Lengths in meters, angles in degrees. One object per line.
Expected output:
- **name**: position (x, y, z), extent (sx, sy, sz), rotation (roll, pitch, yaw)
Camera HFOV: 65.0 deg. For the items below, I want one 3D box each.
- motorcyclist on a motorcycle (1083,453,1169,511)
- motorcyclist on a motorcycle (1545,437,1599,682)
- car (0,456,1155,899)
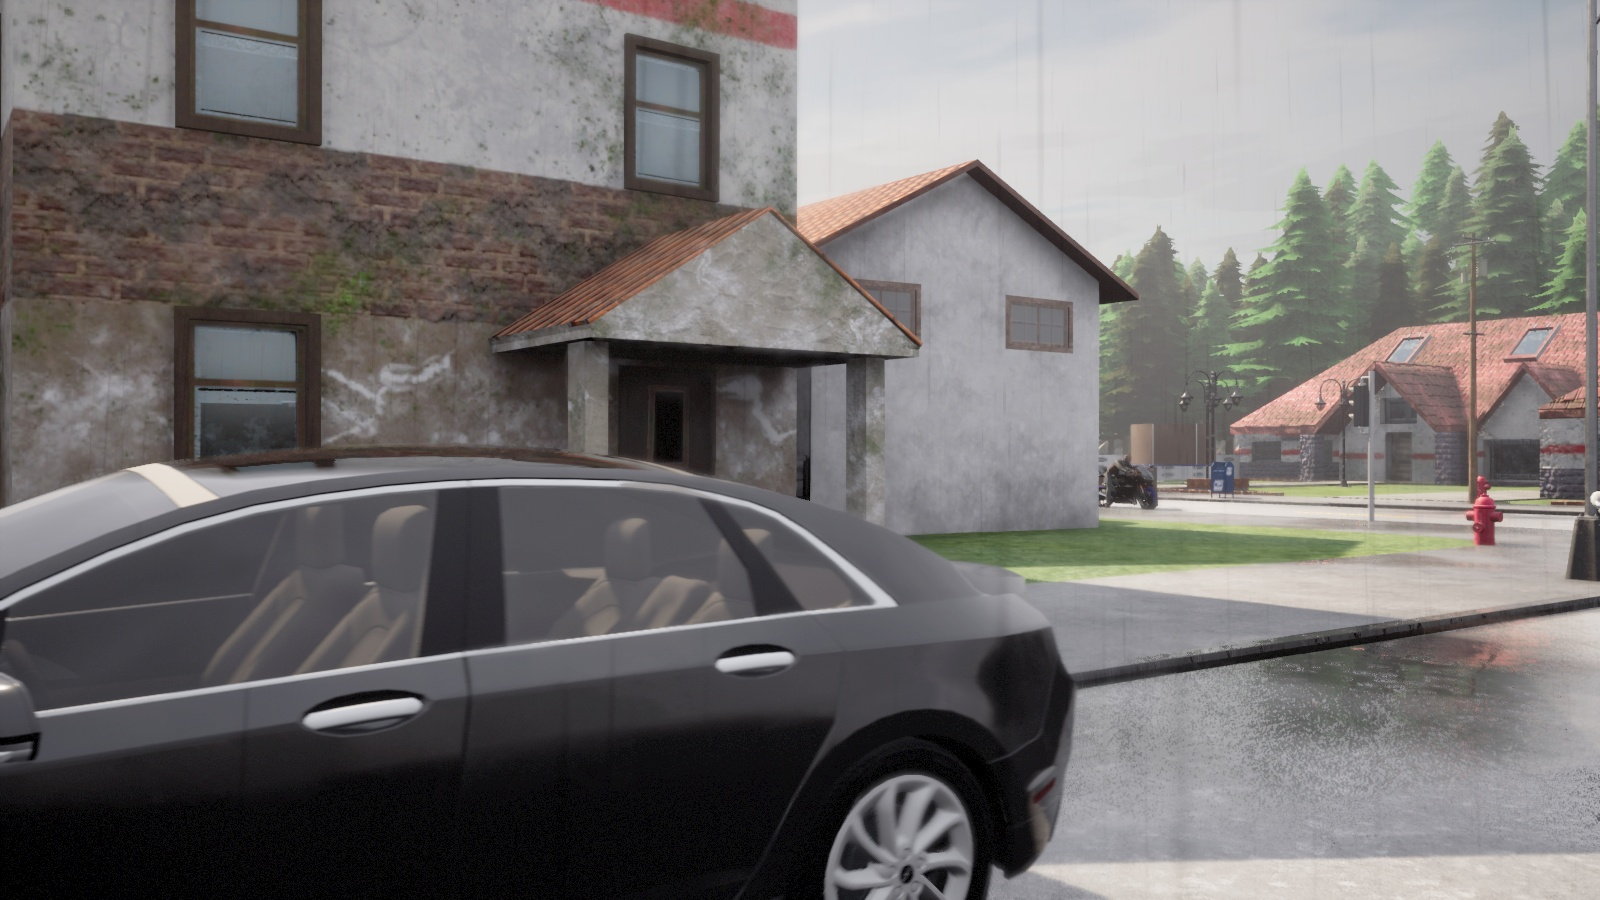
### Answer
- **motorcyclist on a motorcycle**: position (8.855, 0.845, 34.198), extent (0.866, 1.530, 2.191), rotation (0, 0, -36)
- **motorcyclist on a motorcycle**: position (5.987, 0.707, 8.593), extent (1.817, 1.590, 0.866), rotation (0, 0, -36)
- **car**: position (-1.389, 0.762, 3.303), extent (4.892, 1.490, 1.837), rotation (0, 0, -36)
